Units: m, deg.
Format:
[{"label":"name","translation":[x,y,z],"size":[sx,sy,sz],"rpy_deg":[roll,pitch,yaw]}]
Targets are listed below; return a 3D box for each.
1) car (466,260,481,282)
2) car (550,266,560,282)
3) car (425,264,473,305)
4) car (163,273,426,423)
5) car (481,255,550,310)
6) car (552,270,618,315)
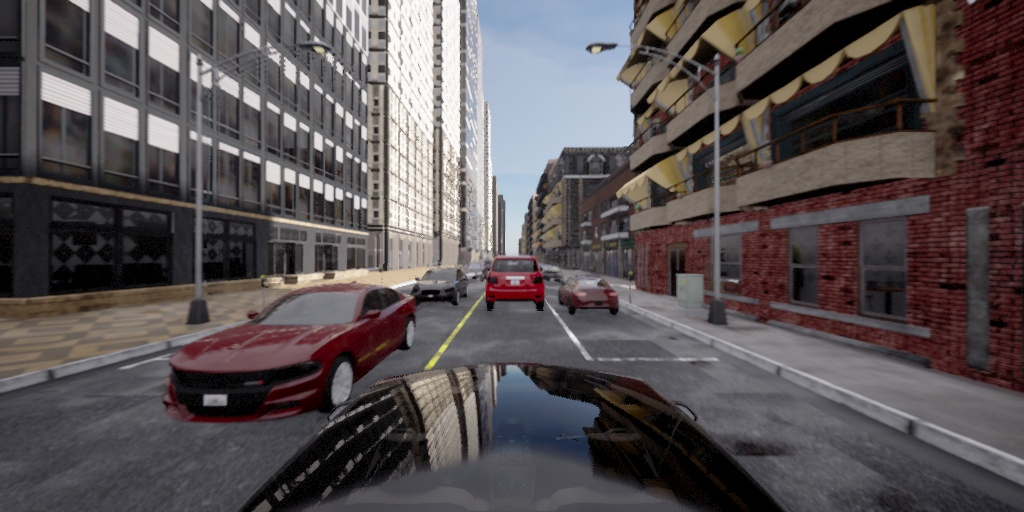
[{"label":"car","translation":[-3.057,1.283,28.962],"size":[2.128,1.511,4.902],"rpy_deg":[0,0,1]},{"label":"car","translation":[2.709,1.341,26.358],"size":[2.007,1.370,4.403],"rpy_deg":[0,0,0]},{"label":"car","translation":[-3.084,1.275,16.067],"size":[1.837,1.490,4.892],"rpy_deg":[0,0,0]},{"label":"car","translation":[-3.097,1.233,6.242],"size":[1.882,1.535,5.008],"rpy_deg":[0,0,0]},{"label":"car","translation":[0.109,0.992,14.887],"size":[2.150,2.045,5.566],"rpy_deg":[0,0,0]},{"label":"car","translation":[2.749,1.351,13.441],"size":[1.802,1.307,4.207],"rpy_deg":[0,0,0]}]
